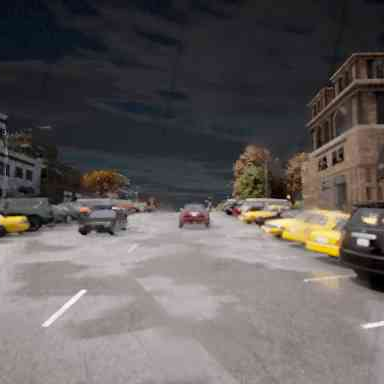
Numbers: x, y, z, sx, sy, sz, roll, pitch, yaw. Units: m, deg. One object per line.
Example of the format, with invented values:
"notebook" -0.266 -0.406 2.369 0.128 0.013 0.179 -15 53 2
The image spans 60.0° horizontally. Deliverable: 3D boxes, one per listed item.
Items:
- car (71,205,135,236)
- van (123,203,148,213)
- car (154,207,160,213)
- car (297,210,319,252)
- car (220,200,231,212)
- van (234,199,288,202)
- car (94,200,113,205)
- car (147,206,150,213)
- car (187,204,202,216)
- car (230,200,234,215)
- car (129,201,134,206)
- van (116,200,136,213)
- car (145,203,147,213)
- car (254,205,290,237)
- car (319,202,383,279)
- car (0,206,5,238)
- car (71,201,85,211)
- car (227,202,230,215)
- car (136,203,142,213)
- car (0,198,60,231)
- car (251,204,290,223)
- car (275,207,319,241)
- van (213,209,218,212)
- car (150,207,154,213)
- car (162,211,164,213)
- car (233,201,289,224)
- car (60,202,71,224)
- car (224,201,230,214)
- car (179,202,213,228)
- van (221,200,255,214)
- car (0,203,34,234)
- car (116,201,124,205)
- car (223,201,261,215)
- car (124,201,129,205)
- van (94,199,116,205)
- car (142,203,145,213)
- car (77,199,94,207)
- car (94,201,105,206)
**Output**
"car" -5.048 1.716 19.749 2.033 1.411 5.357 0 -1 0
"van" -10.970 3.093 64.441 4.442 1.987 1.878 1 -4 -19
"car" -10.670 3.841 73.251 5.566 2.045 2.435 1 -6 -19
"car" 6.589 1.563 11.562 5.366 1.575 1.946 1 -1 -20
"car" 6.606 1.900 41.409 5.566 2.045 2.435 1 -2 -19
"van" 6.405 1.612 29.412 4.442 1.987 1.878 1 -1 -19
"car" -11.260 1.965 35.207 5.008 1.535 2.097 0 -2 -19
"car" -10.916 3.105 61.547 4.892 1.521 2.231 0 -4 -19
"car" 0.336 2.196 41.774 1.812 1.442 4.674 0 -2 1
"car" 6.506 1.783 32.440 4.553 1.767 2.185 1 -2 -19
"car" -11.097 2.351 46.942 4.792 1.488 2.163 0 -2 -19
"van" -11.200 2.213 49.832 4.442 1.987 1.878 0 -2 -19
"car" -11.130 2.902 58.563 5.366 1.575 1.946 0 -4 -19
"car" 6.262 1.623 17.420 5.366 1.575 1.946 1 -1 -20
"car" 6.432 1.288 8.521 5.566 2.045 2.435 1 -1 -20
"car" -11.396 1.575 14.673 5.008 1.535 2.097 -1 -1 -20
"car" -11.320 1.764 26.409 4.892 1.521 2.231 0 -1 -20
"car" 6.558 2.024 35.435 4.674 1.452 2.002 1 -2 -19
"car" -11.053 2.574 52.788 5.008 1.535 2.097 0 -3 -19
"car" -11.393 1.406 20.530 5.566 2.045 2.435 -1 -1 -20
"car" 6.423 1.704 20.461 4.792 1.488 2.163 1 -1 -20
"car" 6.597 1.594 14.554 5.366 1.575 1.946 1 -1 -20
"van" 7.473 5.860 93.083 4.442 1.987 1.878 3 -6 -18
"car" -10.796 3.556 67.374 4.892 1.521 2.231 1 -4 -19
"car" -10.612 5.252 84.836 5.366 1.575 1.946 1 -6 -19
"car" 6.315 1.773 26.392 5.366 1.575 1.946 1 -1 -19
"car" -11.340 1.706 23.472 4.892 1.521 2.231 0 -1 -20
"car" 6.620 2.095 38.439 4.792 1.488 2.163 1 -2 -19
"car" 0.182 1.599 24.460 2.097 1.767 4.553 0 -1 0
"van" 6.585 2.119 47.369 4.442 1.987 1.878 1 -3 -19
"car" -11.552 1.610 17.547 5.366 1.575 1.946 -1 0 -20
"car" -11.197 2.171 41.073 4.674 1.452 2.002 0 -2 -19
"car" 6.692 2.120 44.424 4.553 1.767 2.185 1 -2 -19
"car" -11.165 2.263 44.010 4.674 1.452 2.002 0 -2 -19
"van" -11.336 1.820 38.106 4.442 1.987 1.878 0 -1 -19
"car" -11.009 2.731 55.711 4.892 1.521 2.231 0 -3 -19
"car" -11.275 1.697 29.350 4.553 1.767 2.185 0 -1 -20
"car" -11.253 1.922 32.289 4.792 1.488 2.163 0 -2 -19
